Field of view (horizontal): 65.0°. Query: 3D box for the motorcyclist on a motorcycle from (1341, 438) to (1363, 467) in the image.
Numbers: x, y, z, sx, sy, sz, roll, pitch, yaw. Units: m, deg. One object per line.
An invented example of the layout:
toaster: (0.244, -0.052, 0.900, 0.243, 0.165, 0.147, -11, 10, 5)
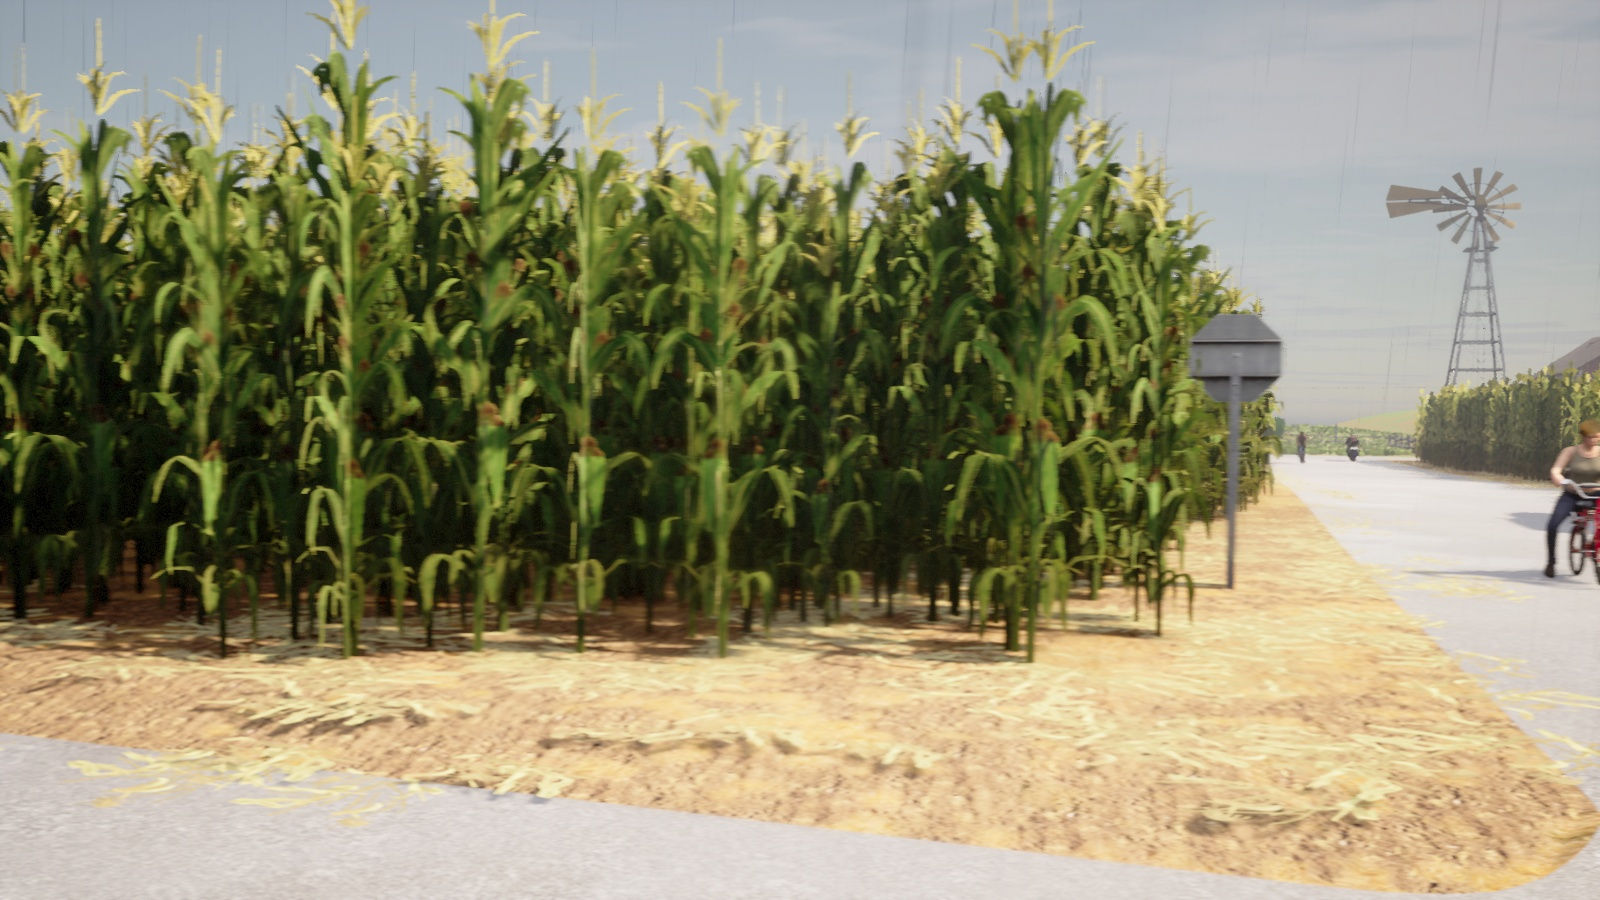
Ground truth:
motorcyclist on a motorcycle: (30.605, 0.131, 69.625, 0.866, 1.530, 2.191, 2, 1, 19)

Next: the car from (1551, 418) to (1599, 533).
car: (13.597, 0.402, 19.740, 2.097, 1.767, 4.553, 2, 2, 19)

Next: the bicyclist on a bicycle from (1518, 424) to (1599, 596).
bicyclist on a bicycle: (7.853, 0.563, 12.528, 0.866, 1.612, 1.509, 2, 1, 19)
